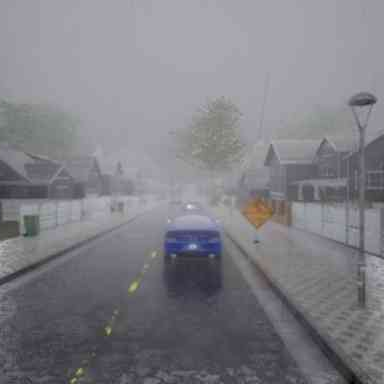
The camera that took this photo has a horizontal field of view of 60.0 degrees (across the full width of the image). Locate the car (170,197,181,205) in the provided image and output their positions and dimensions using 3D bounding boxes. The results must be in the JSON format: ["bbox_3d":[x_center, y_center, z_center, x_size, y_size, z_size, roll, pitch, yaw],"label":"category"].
[{"bbox_3d":[-2.807,1.624,58.436,1.994,1.385,4.181,0,0,0],"label":"car"}]

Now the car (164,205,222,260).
[{"bbox_3d":[0.041,1.480,12.419,1.882,1.535,5.008,0,0,0],"label":"car"}]

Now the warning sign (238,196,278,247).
[{"bbox_3d":[2.552,1.119,13.050,1.300,1.860,1.060,2,2,0],"label":"warning sign"}]

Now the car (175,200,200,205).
[{"bbox_3d":[0.021,1.558,25.619,2.033,1.411,5.357,0,0,1],"label":"car"}]
